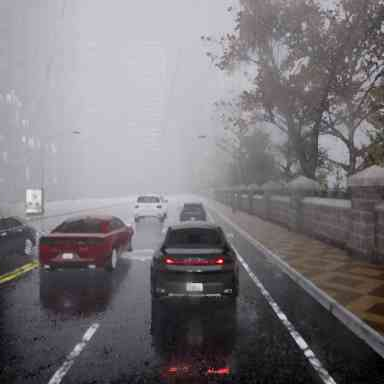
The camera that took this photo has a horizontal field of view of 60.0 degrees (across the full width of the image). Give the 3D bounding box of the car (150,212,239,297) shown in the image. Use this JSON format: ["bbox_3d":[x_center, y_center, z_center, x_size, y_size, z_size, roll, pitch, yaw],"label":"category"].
[{"bbox_3d":[0.067,1.497,8.529,1.837,1.490,4.892,0,0,0],"label":"car"}]

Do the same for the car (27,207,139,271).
[{"bbox_3d":[-3.151,1.468,10.886,1.882,1.535,5.008,0,0,0],"label":"car"}]

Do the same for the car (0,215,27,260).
[{"bbox_3d":[-6.602,1.496,10.217,1.837,1.490,4.892,0,0,0],"label":"car"}]

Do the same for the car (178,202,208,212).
[{"bbox_3d":[0.071,1.488,24.212,1.837,1.490,4.892,0,0,0],"label":"car"}]

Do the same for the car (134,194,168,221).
[{"bbox_3d":[-3.142,1.204,25.922,2.150,2.045,5.566,0,0,-1],"label":"car"}]
